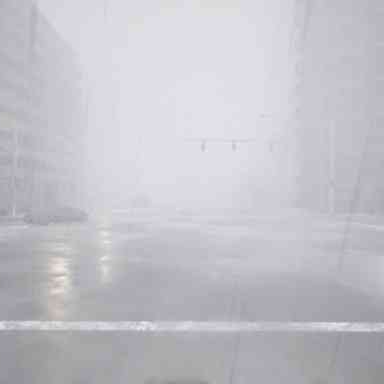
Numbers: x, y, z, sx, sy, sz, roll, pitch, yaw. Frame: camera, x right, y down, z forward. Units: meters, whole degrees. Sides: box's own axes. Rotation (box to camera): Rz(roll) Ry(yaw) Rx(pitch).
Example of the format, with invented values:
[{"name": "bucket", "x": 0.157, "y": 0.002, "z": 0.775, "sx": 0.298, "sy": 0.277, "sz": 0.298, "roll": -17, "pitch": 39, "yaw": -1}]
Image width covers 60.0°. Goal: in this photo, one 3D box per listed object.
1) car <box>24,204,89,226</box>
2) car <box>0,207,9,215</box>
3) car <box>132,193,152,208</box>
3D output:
[{"name": "car", "x": -9.314, "y": 1.558, "z": 23.057, "sx": 1.994, "sy": 1.385, "sz": 4.181, "roll": 1, "pitch": 1, "yaw": 41}, {"name": "car", "x": -17.556, "y": 1.432, "z": 26.110, "sx": 5.357, "sy": 1.411, "sz": 2.033, "roll": -2, "pitch": 3, "yaw": -40}, {"name": "car", "x": -7.095, "y": 1.191, "z": 47.817, "sx": 2.150, "sy": 2.045, "sz": 5.566, "roll": 0, "pitch": 2, "yaw": 0}]
